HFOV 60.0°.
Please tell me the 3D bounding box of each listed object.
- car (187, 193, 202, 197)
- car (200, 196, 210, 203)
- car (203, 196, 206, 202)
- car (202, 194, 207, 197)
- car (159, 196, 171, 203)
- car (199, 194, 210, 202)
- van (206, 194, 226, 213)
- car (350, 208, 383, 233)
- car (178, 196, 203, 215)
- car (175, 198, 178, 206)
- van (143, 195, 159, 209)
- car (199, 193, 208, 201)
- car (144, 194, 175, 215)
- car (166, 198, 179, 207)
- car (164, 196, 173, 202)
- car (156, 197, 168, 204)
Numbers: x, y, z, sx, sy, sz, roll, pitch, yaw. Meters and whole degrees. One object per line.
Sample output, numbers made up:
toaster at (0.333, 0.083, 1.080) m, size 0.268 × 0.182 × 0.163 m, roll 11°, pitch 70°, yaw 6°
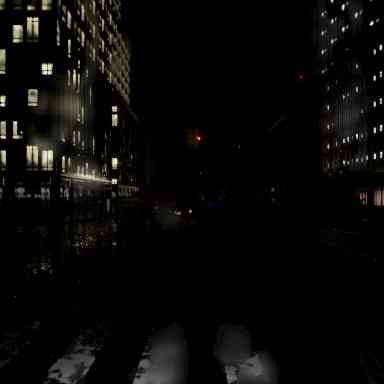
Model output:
car at (0.108, 1.222, 57.414) m, size 2.150 × 2.045 × 5.566 m, roll 0°, pitch 0°, yaw 0°
car at (2.755, 1.542, 69.110) m, size 1.887 × 1.381 × 4.507 m, roll 0°, pitch 0°, yaw 0°
car at (2.650, 1.544, 41.417) m, size 1.887 × 1.381 × 4.507 m, roll 0°, pitch 0°, yaw 0°
car at (2.730, 1.313, 63.571) m, size 2.192 × 1.841 × 5.009 m, roll 0°, pitch 0°, yaw 0°
car at (-5.626, 1.548, 69.148) m, size 2.008 × 1.369 × 4.403 m, roll 0°, pitch 0°, yaw 0°
car at (2.781, 1.312, 74.650) m, size 2.192 × 1.841 × 5.009 m, roll 0°, pitch 0°, yaw 0°
van at (2.715, 1.341, 35.878) m, size 1.690 × 1.788 × 3.998 m, roll 0°, pitch 0°, yaw 0°
car at (12.202, 1.601, 20.072) m, size 5.008 × 1.535 × 1.882 m, roll 0°, pitch 0°, yaw 0°
car at (-0.107, 1.505, 33.396) m, size 1.837 × 1.490 × 4.892 m, roll 0°, pitch 0°, yaw 1°
car at (-3.155, 1.525, 43.347) m, size 1.812 × 1.442 × 4.674 m, roll 0°, pitch 0°, yaw 0°
van at (-5.727, 1.341, 46.992) m, size 1.690 × 1.788 × 3.998 m, roll 0°, pitch 0°, yaw 0°
car at (2.833, 1.309, 85.728) m, size 2.192 × 1.841 × 5.009 m, roll 0°, pitch 0°, yaw 0°
car at (-3.200, 1.222, 33.569) m, size 2.150 × 2.045 × 5.566 m, roll 0°, pitch 0°, yaw 0°
car at (-3.101, 1.600, 53.420) m, size 1.895 × 1.301 × 4.718 m, roll 0°, pitch 0°, yaw 0°
car at (-5.574, 1.578, 80.227) m, size 1.802 × 1.307 × 4.206 m, roll 0°, pitch 0°, yaw 0°
car at (-5.651, 1.564, 63.609) m, size 1.947 × 1.339 × 4.313 m, roll 0°, pitch 0°, yaw 0°
